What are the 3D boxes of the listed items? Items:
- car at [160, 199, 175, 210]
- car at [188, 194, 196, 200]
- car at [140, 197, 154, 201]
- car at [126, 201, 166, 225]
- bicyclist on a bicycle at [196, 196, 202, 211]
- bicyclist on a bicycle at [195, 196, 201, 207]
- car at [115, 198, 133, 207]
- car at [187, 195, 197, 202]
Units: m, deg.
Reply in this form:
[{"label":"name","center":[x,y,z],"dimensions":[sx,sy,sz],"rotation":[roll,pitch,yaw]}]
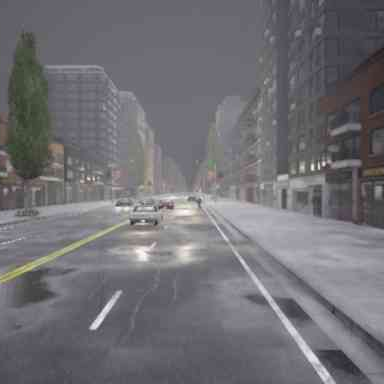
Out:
[{"label":"car","center":[-3.153,1.545,41.668],"dimensions":[1.895,1.301,4.718],"rotation":[0,0,0]},{"label":"car","center":[-0.009,1.382,88.000],"dimensions":[2.033,1.411,5.357],"rotation":[0,0,0]},{"label":"car","center":[-6.560,1.423,48.630],"dimensions":[2.128,1.511,4.902],"rotation":[0,0,0]},{"label":"car","center":[-3.154,1.574,23.593],"dimensions":[1.895,1.301,4.718],"rotation":[0,0,0]},{"label":"bicyclist on a bicycle","center":[0.890,1.403,37.907],"dimensions":[0.582,1.620,1.656],"rotation":[0,0,0]},{"label":"bicyclist on a bicycle","center":[0.906,1.370,47.931],"dimensions":[0.866,1.612,1.509],"rotation":[0,0,0]},{"label":"car","center":[-9.810,1.496,48.477],"dimensions":[1.994,1.385,4.181],"rotation":[0,0,0]},{"label":"car","center":[-0.008,1.362,72.449],"dimensions":[1.882,1.535,5.008],"rotation":[0,0,0]}]
